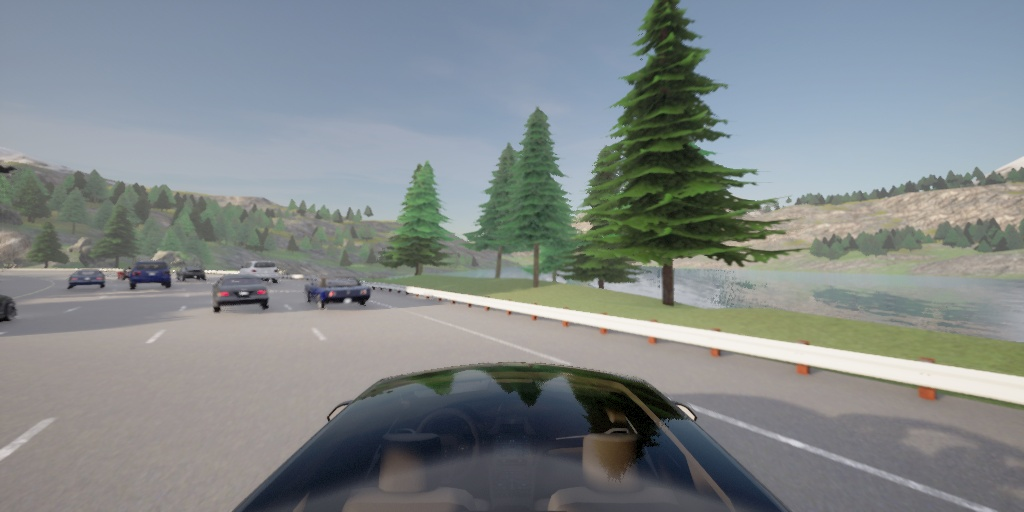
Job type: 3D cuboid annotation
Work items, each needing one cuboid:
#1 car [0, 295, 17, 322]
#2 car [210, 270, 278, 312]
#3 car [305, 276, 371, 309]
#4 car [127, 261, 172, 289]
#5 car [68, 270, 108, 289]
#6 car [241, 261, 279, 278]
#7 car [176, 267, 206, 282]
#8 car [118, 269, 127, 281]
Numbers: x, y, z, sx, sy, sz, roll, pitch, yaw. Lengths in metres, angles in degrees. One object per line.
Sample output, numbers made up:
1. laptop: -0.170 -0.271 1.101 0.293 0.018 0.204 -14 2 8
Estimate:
1. car: -16.704 1.483 10.388 1.994 1.385 4.181 1 -1 -39
2. car: -11.969 1.526 15.757 2.033 1.411 5.357 1 -1 -40
3. car: -8.129 1.577 16.455 1.895 1.301 4.718 0 -1 -39
4. car: -27.895 1.413 27.666 5.566 2.045 2.150 0 -1 43
5. car: -32.927 1.755 27.849 5.357 1.411 2.033 -1 -1 41
6. car: -23.072 1.467 32.664 5.566 2.045 2.150 0 -1 44
7. car: -33.241 1.841 37.113 4.892 1.490 1.837 0 -1 40
8. car: -41.507 1.989 39.208 4.718 1.301 1.895 -1 -1 36
